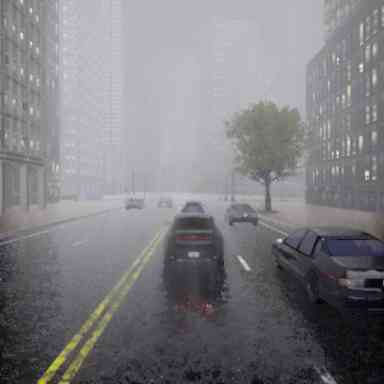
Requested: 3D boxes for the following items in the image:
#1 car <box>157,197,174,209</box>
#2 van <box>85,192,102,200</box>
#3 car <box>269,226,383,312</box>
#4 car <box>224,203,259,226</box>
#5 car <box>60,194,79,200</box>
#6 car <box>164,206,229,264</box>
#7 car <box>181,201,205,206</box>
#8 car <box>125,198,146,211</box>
[{"bbox_3d":[-3.355,1.363,42.244,2.128,1.511,4.902,0,0,0],"label":"car"},{"bbox_3d":[-22.672,0.932,76.061,3.998,1.788,1.690,0,0,1],"label":"van"},{"bbox_3d":[3.293,1.528,7.951,2.033,1.411,5.357,0,0,1],"label":"car"},{"bbox_3d":[3.289,1.485,22.913,2.033,1.411,5.357,0,0,1],"label":"car"},{"bbox_3d":[-28.212,1.110,76.108,4.507,1.381,1.887,0,0,1],"label":"car"},{"bbox_3d":[0.068,1.477,11.706,1.837,1.490,4.892,0,1,0],"label":"car"},{"bbox_3d":[0.068,1.448,27.675,1.812,1.442,4.674,0,0,0],"label":"car"},{"bbox_3d":[-6.610,1.428,39.506,2.033,1.411,5.357,0,0,0],"label":"car"}]
